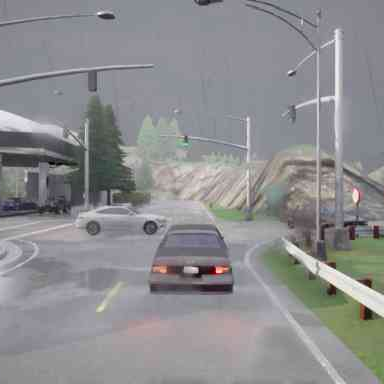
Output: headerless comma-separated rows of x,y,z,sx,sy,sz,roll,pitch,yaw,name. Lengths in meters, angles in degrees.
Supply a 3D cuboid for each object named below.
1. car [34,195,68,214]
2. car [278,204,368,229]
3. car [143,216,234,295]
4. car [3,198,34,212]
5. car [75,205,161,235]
-14.587,1.313,35.214,1.905,1.878,3.866,0,0,-1,car
6.656,1.358,17.598,2.033,1.411,5.357,0,0,-17,car
0.035,1.547,8.895,2.033,1.411,5.357,0,0,1,car
-20.302,1.480,39.482,2.242,1.667,4.611,0,0,-1,car
-3.640,1.415,17.379,4.674,1.442,1.812,0,0,-1,car
